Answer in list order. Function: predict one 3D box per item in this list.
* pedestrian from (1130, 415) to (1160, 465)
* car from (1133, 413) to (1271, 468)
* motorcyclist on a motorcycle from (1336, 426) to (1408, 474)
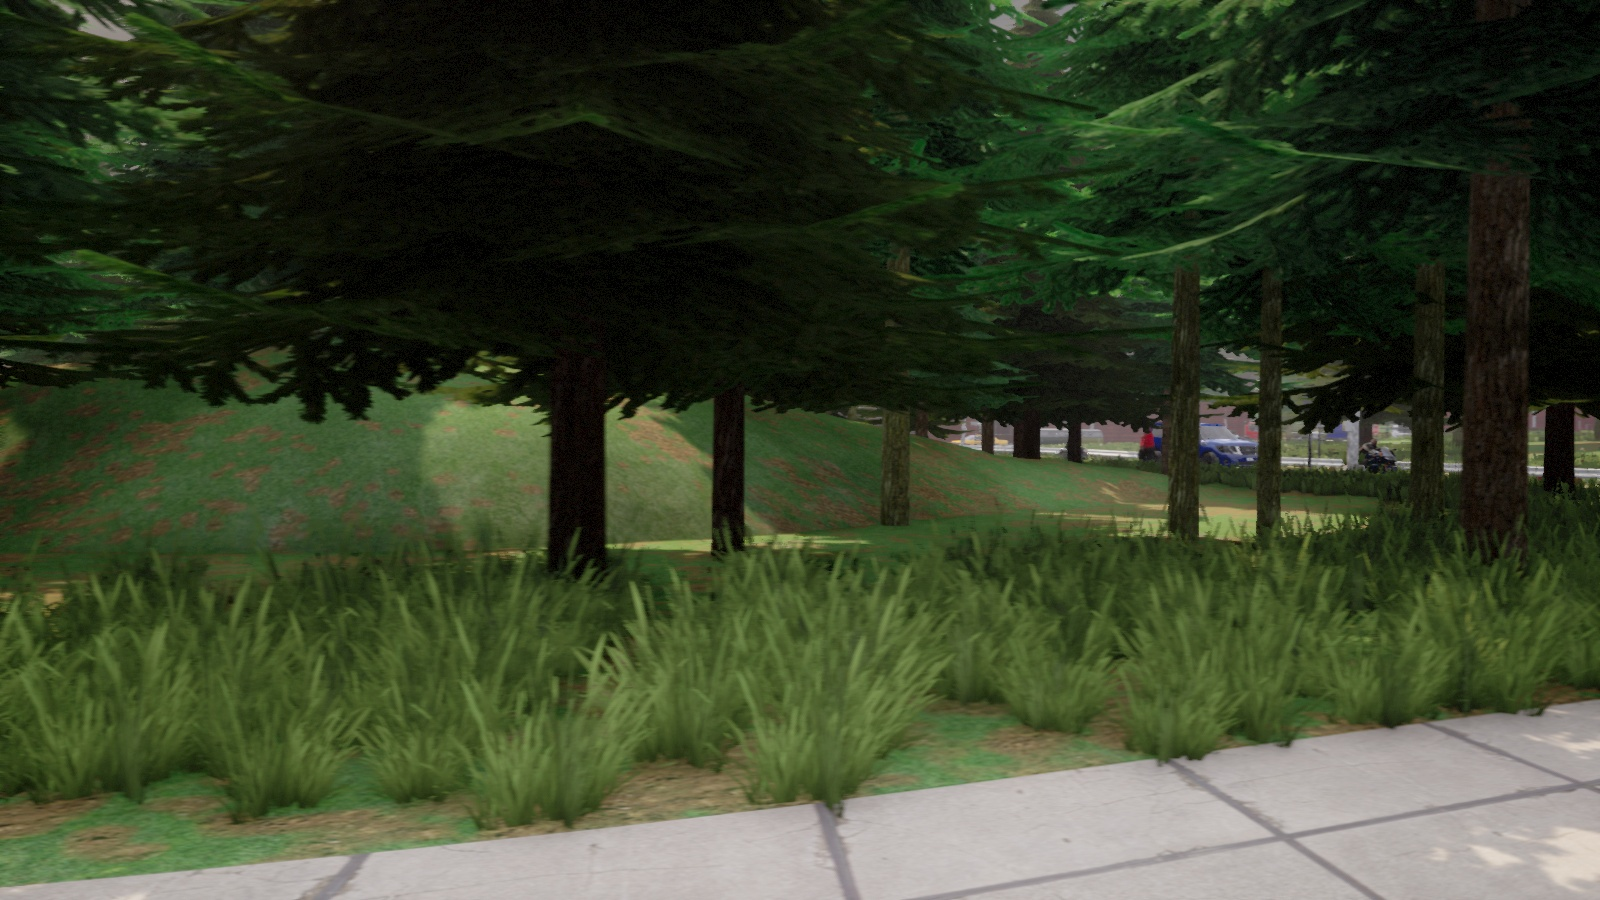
[{"bbox_3d":[12.875,-0.395,46.871,0.634,1.844,0.899,-1,1,-39],"label":"pedestrian"},{"bbox_3d":[15.843,-0.421,49.830,2.150,2.045,5.566,-1,2,-22],"label":"car"},{"bbox_3d":[19.027,-0.014,41.830,0.866,1.530,2.191,-1,1,-22],"label":"motorcyclist on a motorcycle"}]
